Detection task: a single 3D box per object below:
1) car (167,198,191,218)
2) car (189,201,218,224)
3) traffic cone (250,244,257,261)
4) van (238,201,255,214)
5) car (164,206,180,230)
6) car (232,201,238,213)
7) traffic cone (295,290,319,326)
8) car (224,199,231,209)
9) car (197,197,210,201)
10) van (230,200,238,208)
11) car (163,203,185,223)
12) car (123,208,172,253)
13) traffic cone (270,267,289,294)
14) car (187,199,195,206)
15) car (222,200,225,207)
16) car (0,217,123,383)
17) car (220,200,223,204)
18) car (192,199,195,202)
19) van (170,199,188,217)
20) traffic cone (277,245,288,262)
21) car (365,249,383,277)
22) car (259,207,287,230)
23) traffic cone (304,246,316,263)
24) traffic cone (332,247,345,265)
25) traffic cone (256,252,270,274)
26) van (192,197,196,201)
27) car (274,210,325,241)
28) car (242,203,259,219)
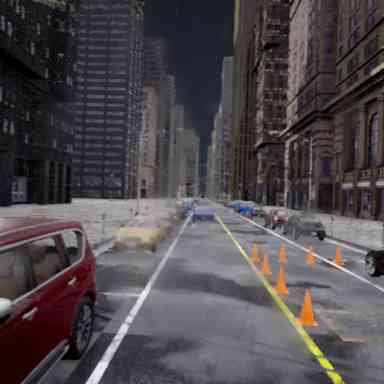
[{"bbox_3d":[-1.579,1.640,31.590,2.192,1.841,5.009,2,-1,2],"label":"car"},{"bbox_3d":[1.020,1.871,29.213,1.882,1.535,5.008,2,-1,2],"label":"car"},{"bbox_3d":[2.302,2.189,12.133,0.340,0.580,0.340,2,-1,2],"label":"traffic cone"},{"bbox_3d":[7.275,2.134,42.689,1.690,1.788,3.998,2,-1,2],"label":"van"},{"bbox_3d":[-1.929,1.756,20.238,1.802,1.307,4.206,2,-1,2],"label":"car"},{"bbox_3d":[7.438,2.415,48.361,1.887,1.381,4.507,2,-1,2],"label":"car"},{"bbox_3d":[2.123,2.110,6.136,0.340,0.580,0.340,2,-1,2],"label":"traffic cone"},{"bbox_3d":[7.951,2.543,65.385,1.967,1.590,4.097,2,-1,2],"label":"car"},{"bbox_3d":[2.488,2.373,75.168,2.097,1.767,4.553,2,-1,2],"label":"car"},{"bbox_3d":[7.615,2.288,54.037,1.690,1.788,3.998,2,-1,2],"label":"van"},{"bbox_3d":[-1.759,1.831,25.912,1.802,1.307,4.206,2,-1,2],"label":"car"},{"bbox_3d":[-2.102,1.622,14.394,1.752,1.417,4.829,2,-1,2],"label":"car"},{"bbox_3d":[2.183,2.136,8.135,0.340,0.580,0.340,2,-1,2],"label":"traffic cone"},{"bbox_3d":[-0.233,2.466,76.812,1.752,1.417,4.829,2,-1,2],"label":"car"},{"bbox_3d":[8.116,2.762,71.058,1.802,1.307,4.206,2,-1,2],"label":"car"},{"bbox_3d":[-2.429,1.264,3.217,2.192,1.841,5.009,2,-1,2],"label":"car"},{"bbox_3d":[8.295,2.574,76.736,2.192,1.841,5.009,2,-1,2],"label":"car"},{"bbox_3d":[-0.909,2.213,54.284,1.802,1.307,4.206,2,-1,2],"label":"car"},{"bbox_3d":[-1.410,1.742,37.264,1.690,1.788,3.998,2,-1,2],"label":"van"},{"bbox_3d":[3.301,2.226,12.103,0.340,0.580,0.340,2,-1,2],"label":"traffic cone"},{"bbox_3d":[6.248,1.905,8.639,1.947,1.339,4.313,2,-1,2],"label":"car"},{"bbox_3d":[6.762,2.005,25.663,1.967,1.590,4.097,2,-1,2],"label":"car"},{"bbox_3d":[4.300,2.263,12.072,0.340,0.580,0.340,2,-1,2],"label":"traffic cone"},{"bbox_3d":[5.299,2.300,12.042,0.340,0.580,0.340,2,-1,2],"label":"traffic cone"},{"bbox_3d":[2.242,2.163,10.134,0.340,0.580,0.340,2,-1,2],"label":"traffic cone"},{"bbox_3d":[-0.731,2.050,59.962,1.690,1.788,3.998,2,-1,2],"label":"van"},{"bbox_3d":[6.588,2.040,19.987,2.008,1.369,4.403,2,-1,2],"label":"car"},{"bbox_3d":[7.098,2.268,37.012,2.008,1.369,4.403,2,-1,2],"label":"car"}]
